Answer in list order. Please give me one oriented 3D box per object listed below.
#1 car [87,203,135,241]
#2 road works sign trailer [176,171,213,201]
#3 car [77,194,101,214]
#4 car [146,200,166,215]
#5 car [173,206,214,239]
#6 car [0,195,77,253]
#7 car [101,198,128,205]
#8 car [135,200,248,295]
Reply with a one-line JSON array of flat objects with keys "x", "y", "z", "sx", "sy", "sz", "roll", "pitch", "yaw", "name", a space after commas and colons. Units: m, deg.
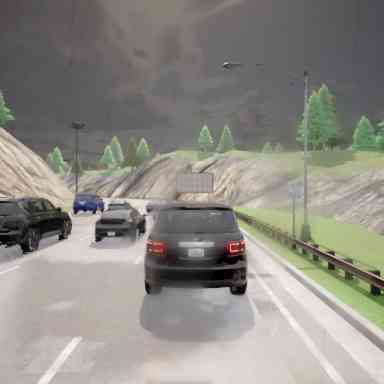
[{"x": -3.421, "y": 1.506, "z": 16.531, "sx": 1.837, "sy": 1.490, "sz": 4.892, "roll": 0, "pitch": 0, "yaw": 0, "name": "car"}, {"x": 0.186, "y": 0.464, "z": 21.583, "sx": 2.380, "sy": 3.560, "sz": 2.880, "roll": 0, "pitch": 0, "yaw": 0, "name": "road works sign trailer"}, {"x": -10.751, "y": 1.224, "z": 34.817, "sx": 2.150, "sy": 2.045, "sz": 5.566, "roll": 0, "pitch": 0, "yaw": -3, "name": "car"}, {"x": -3.800, "y": 1.601, "z": 35.483, "sx": 1.895, "sy": 1.301, "sz": 4.718, "roll": 0, "pitch": 0, "yaw": -3, "name": "car"}, {"x": 0.084, "y": 1.558, "z": 18.087, "sx": 1.994, "sy": 1.385, "sz": 4.181, "roll": 0, "pitch": 0, "yaw": 0, "name": "car"}, {"x": -6.918, "y": 1.222, "z": 13.794, "sx": 2.150, "sy": 2.045, "sz": 5.566, "roll": 0, "pitch": 0, "yaw": 0, "name": "car"}, {"x": -7.166, "y": 1.492, "z": 32.906, "sx": 2.128, "sy": 1.511, "sz": 4.902, "roll": 0, "pitch": 0, "yaw": -3, "name": "car"}, {"x": 0.087, "y": 1.221, "z": 8.866, "sx": 2.150, "sy": 2.045, "sz": 5.566, "roll": 0, "pitch": 0, "yaw": 0, "name": "car"}]
